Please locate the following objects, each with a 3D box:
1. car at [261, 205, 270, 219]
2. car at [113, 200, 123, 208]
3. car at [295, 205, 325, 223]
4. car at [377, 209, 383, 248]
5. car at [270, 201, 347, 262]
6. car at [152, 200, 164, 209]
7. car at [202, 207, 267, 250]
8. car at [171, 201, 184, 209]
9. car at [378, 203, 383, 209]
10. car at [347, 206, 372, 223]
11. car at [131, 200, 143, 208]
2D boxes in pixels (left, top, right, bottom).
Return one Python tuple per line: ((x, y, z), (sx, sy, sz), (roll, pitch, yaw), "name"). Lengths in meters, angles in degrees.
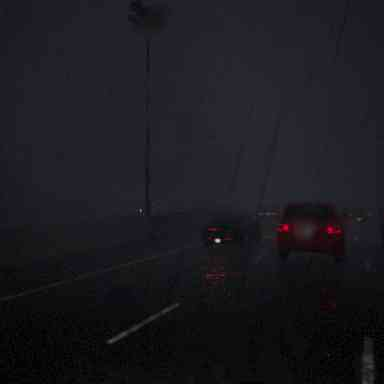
((6.846, 1.861, 29.670), (2.033, 1.411, 5.357), (0, -1, 13), "car")
((-13.963, 2.168, 62.604), (1.882, 1.535, 5.008), (0, -1, -14), "car")
((10.385, 1.910, 29.544), (1.895, 1.301, 4.718), (0, -1, 12), "car")
((8.294, 1.619, 12.418), (2.128, 1.511, 4.902), (0, -1, 23), "car")
((4.788, 1.362, 13.086), (2.150, 2.045, 5.566), (0, 0, 24), "car")
((-5.767, 2.118, 56.395), (1.837, 1.490, 4.892), (0, 0, -7), "car")
((1.982, 1.673, 15.441), (1.837, 1.490, 4.892), (0, 0, 23), "car")
((-2.546, 2.199, 58.611), (1.994, 1.385, 4.181), (0, -1, -9), "car")
((17.041, 1.501, 27.171), (2.150, 2.045, 5.566), (0, 0, 13), "car")
((13.780, 1.897, 28.695), (1.895, 1.301, 4.718), (0, -1, 12), "car")
((-9.877, 2.151, 60.128), (2.128, 1.511, 4.902), (0, -1, -11), "car")
